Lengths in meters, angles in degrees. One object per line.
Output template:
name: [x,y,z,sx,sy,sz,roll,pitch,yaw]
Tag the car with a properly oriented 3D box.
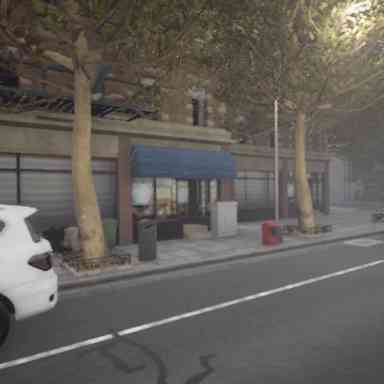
car: [-4.704,1.247,4.264,5.566,2.045,2.435,-1,1,-36]
